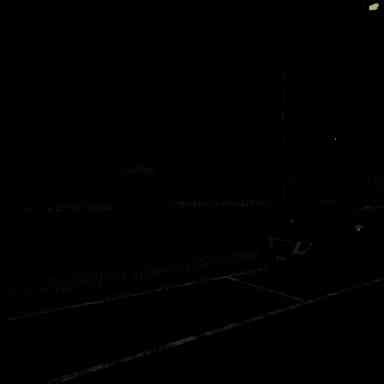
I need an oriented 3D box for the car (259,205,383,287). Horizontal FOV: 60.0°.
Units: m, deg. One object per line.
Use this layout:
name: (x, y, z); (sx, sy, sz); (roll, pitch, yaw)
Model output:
car: (4.189, 1.313, 9.519); (5.009, 1.841, 2.192); (0, 0, -35)
